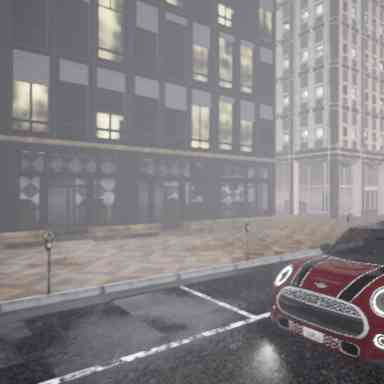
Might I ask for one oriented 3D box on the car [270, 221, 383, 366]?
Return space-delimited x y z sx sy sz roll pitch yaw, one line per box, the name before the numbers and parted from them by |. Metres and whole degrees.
car | 3.482 1.355 5.849 4.553 1.767 2.097 0 0 -35
